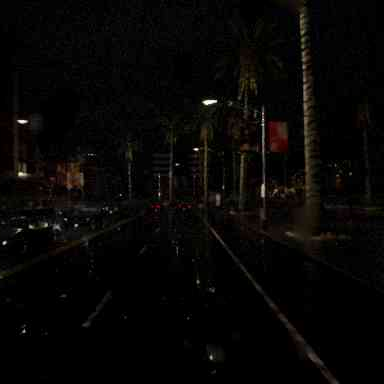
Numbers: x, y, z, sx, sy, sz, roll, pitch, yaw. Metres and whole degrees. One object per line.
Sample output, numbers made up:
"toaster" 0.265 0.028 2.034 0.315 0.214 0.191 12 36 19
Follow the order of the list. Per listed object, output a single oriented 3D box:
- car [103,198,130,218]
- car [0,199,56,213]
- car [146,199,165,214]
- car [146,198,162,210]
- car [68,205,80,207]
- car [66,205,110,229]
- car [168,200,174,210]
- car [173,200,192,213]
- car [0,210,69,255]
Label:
"car" -7.862 1.607 34.645 2.150 2.045 5.566 0 -1 -2
"car" -11.066 1.508 22.419 2.150 2.045 5.566 0 -1 -1
"car" -4.543 1.947 42.438 1.837 1.490 4.892 0 -1 -5
"car" -6.046 1.902 52.637 2.097 1.767 4.553 0 -1 -13
"car" -11.304 1.986 32.397 1.895 1.301 4.718 0 -1 -2
"car" -7.598 1.881 23.925 1.895 1.301 4.718 0 -1 -1
"car" -2.628 2.015 53.388 1.882 1.535 5.008 0 -1 -13
"car" -1.087 1.955 43.304 1.812 1.442 4.674 0 -1 -5
"car" -7.387 1.733 14.339 2.033 1.411 5.357 0 -1 -1
